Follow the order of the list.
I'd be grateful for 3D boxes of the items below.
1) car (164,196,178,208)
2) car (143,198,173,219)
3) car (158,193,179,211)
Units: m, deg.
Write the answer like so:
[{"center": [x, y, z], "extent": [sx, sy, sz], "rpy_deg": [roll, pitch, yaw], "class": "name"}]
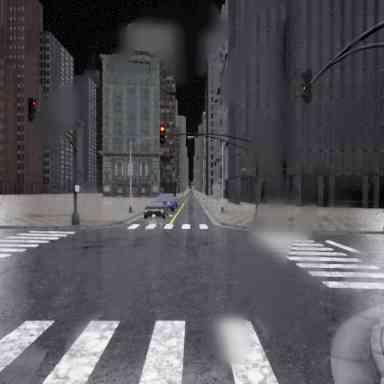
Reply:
[{"center": [-3.117, 1.472, 50.493], "extent": [1.882, 1.535, 5.008], "rpy_deg": [0, 0, 0], "class": "car"}, {"center": [-3.117, 1.544, 29.795], "extent": [2.033, 1.411, 5.357], "rpy_deg": [0, 0, 0], "class": "car"}, {"center": [-3.121, 1.217, 40.046], "extent": [2.150, 2.045, 5.566], "rpy_deg": [0, 0, 0], "class": "car"}]
